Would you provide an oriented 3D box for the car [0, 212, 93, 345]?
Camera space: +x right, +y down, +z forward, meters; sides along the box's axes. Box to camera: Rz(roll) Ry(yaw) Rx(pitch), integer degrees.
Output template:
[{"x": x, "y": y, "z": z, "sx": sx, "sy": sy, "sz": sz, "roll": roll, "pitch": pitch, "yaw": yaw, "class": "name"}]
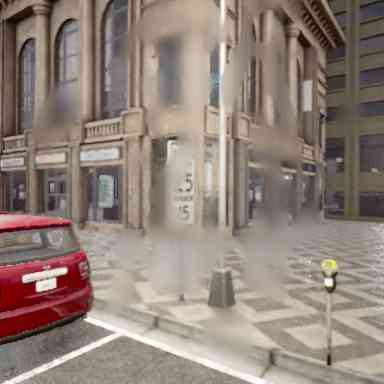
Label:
[{"x": -3.825, "y": 1.262, "z": 5.693, "sx": 5.009, "sy": 1.841, "sz": 2.192, "roll": 1, "pitch": 0, "yaw": 35, "class": "car"}]
